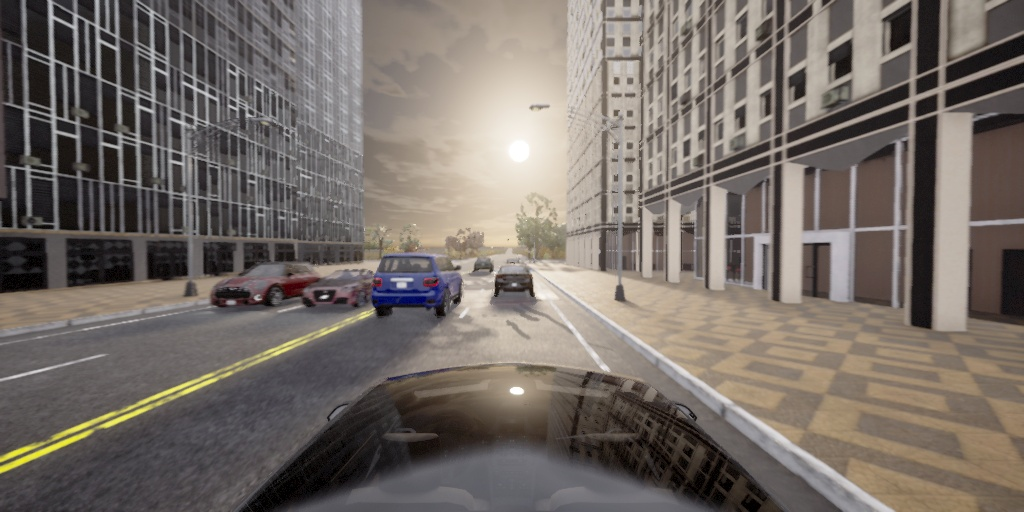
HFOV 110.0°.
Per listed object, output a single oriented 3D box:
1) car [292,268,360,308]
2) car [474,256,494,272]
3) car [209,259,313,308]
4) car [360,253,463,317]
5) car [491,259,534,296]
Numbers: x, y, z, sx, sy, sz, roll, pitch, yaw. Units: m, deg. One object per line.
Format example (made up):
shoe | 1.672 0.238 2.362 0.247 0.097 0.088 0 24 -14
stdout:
car | -6.593 1.242 14.586 1.994 1.385 4.181 0 0 0
car | -3.141 0.872 40.899 2.097 1.767 4.553 0 0 0
car | -9.842 1.030 14.811 2.097 1.767 4.553 0 0 0
car | -3.148 0.909 12.929 2.150 2.045 5.566 0 0 0
car | 0.104 1.130 18.663 1.882 1.535 5.008 0 0 0
